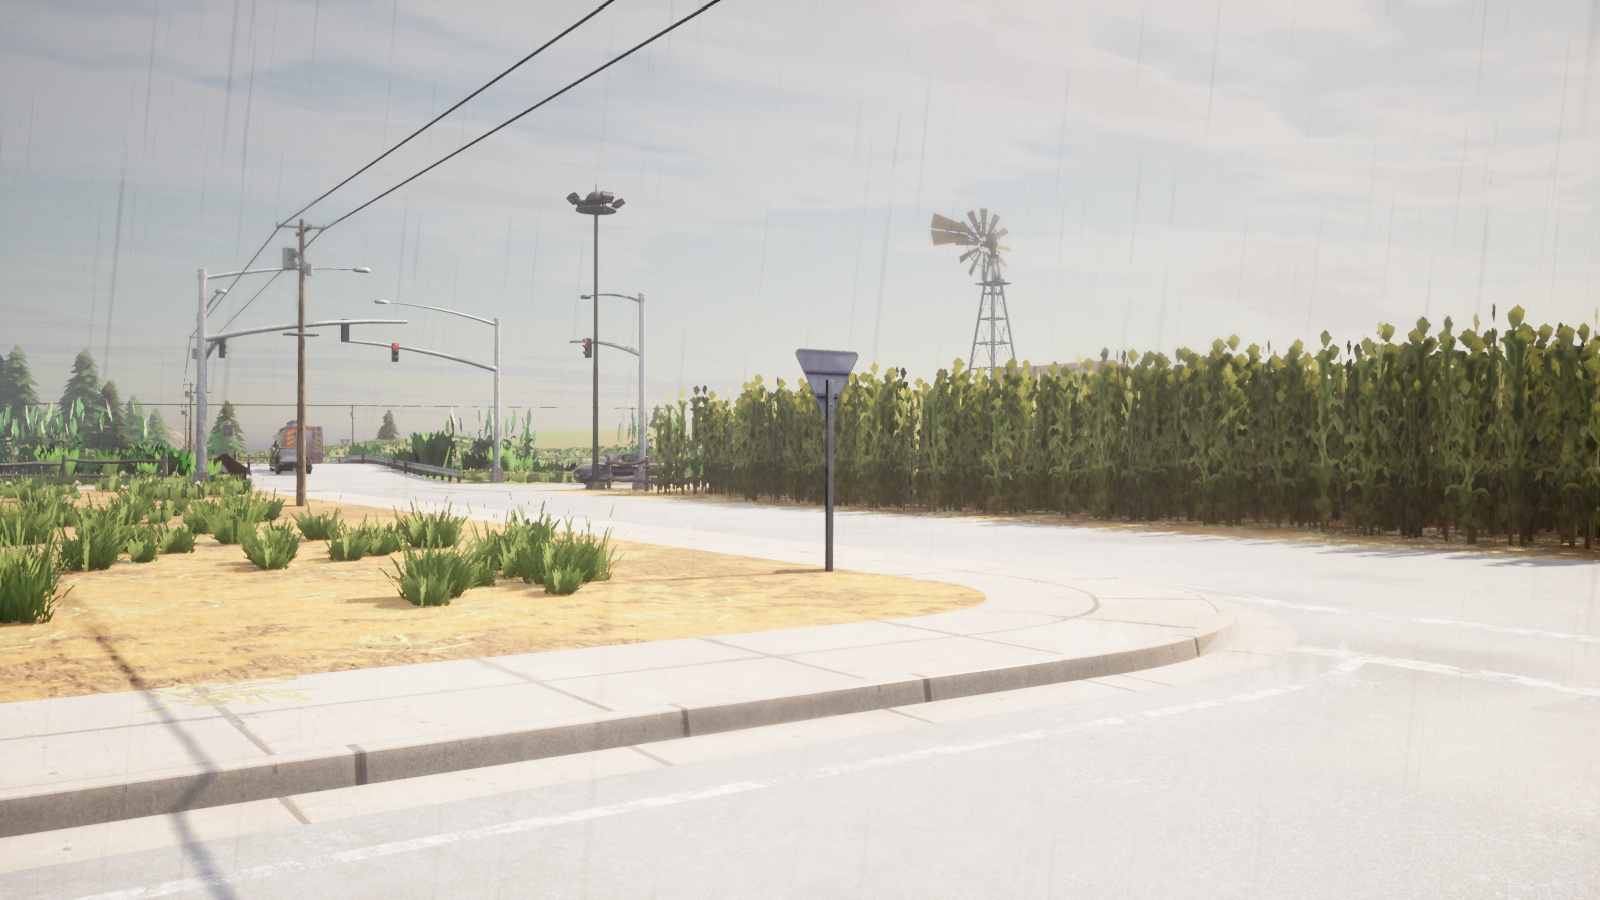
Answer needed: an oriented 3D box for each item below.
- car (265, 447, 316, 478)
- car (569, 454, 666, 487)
[{"bbox_3d":[-28.228,0.655,69.513,2.033,1.411,5.357,0,3,-28],"label":"car"},{"bbox_3d":[-8.683,0.950,59.746,4.193,1.474,1.816,0,0,-34],"label":"car"}]
